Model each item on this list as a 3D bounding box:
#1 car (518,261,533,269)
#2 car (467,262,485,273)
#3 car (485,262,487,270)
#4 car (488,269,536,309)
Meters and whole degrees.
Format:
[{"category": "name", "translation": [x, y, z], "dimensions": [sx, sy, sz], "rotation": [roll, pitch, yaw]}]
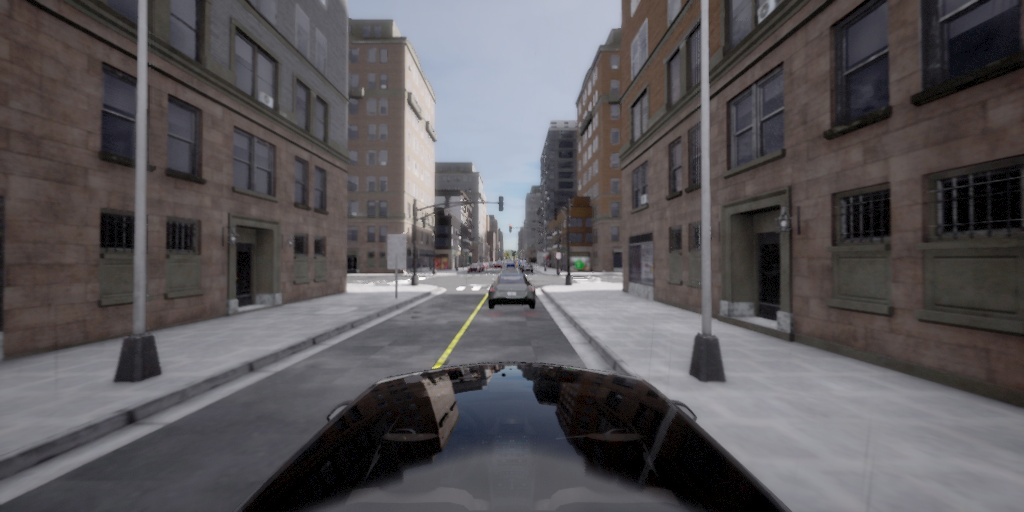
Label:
[{"category": "car", "translation": [2.325, 1.859, 54.892], "dimensions": [1.948, 1.339, 4.313], "rotation": [0, 0, 0]}, {"category": "car", "translation": [-5.700, 1.733, 54.900], "dimensions": [1.967, 1.591, 4.097], "rotation": [0, 0, 0]}, {"category": "car", "translation": [-5.695, 1.795, 60.411], "dimensions": [1.967, 1.591, 4.097], "rotation": [0, 0, 0]}, {"category": "car", "translation": [-0.002, 1.447, 15.848], "dimensions": [1.994, 1.385, 4.181], "rotation": [0, -1, 0]}]
